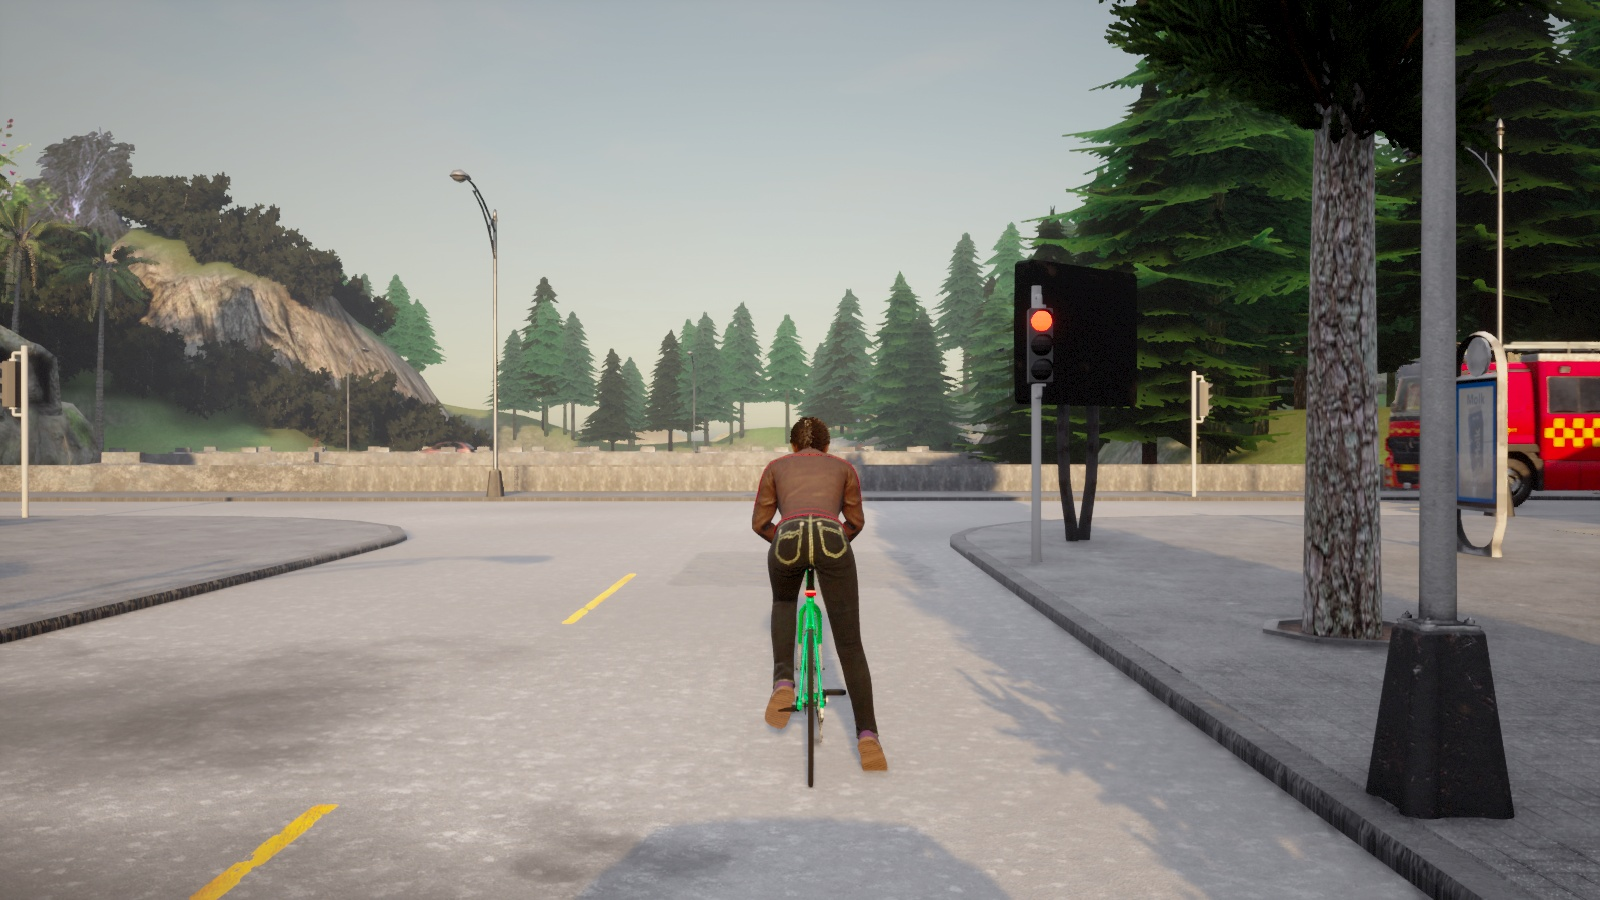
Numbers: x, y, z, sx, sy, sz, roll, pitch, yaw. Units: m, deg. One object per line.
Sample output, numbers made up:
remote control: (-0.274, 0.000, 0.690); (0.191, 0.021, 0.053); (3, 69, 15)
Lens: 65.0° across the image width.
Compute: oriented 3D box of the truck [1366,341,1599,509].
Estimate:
truck: (18.410, -0.571, 29.969); (8.468, 3.827, 2.891); (0, 0, 0)

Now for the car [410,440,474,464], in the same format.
car: (-24.998, 0.129, 87.744); (3.988, 1.617, 1.851); (0, 0, 0)

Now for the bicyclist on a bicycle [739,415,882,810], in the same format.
bicyclist on a bicycle: (0.048, 0.666, 5.972); (0.582, 1.620, 1.656); (0, 0, 0)
